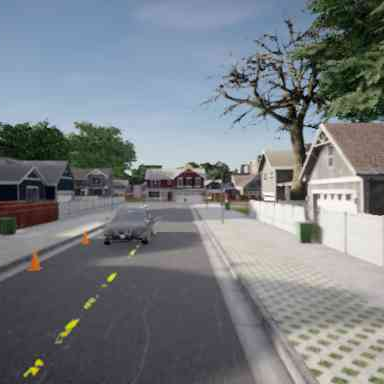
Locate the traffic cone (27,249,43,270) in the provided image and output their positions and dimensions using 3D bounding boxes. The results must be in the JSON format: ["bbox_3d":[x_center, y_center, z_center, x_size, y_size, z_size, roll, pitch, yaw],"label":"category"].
[{"bbox_3d":[-4.618,1.976,9.799,0.340,0.580,0.340,0,0,-1],"label":"traffic cone"}]

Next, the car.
[{"bbox_3d":[-2.814,1.507,15.576,1.837,1.490,4.892,0,0,-2],"label":"car"}]
